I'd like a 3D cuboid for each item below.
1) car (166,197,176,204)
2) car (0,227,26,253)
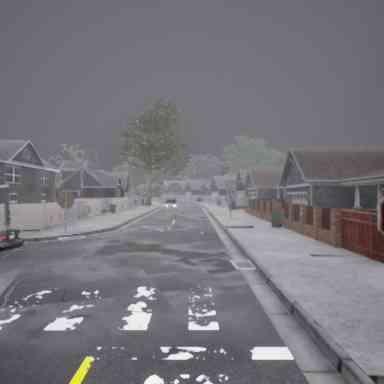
[{"bbox_3d":[-4.036,1.639,63.440,1.895,1.301,4.718,0,0,-7],"label":"car"},{"bbox_3d":[-8.814,1.644,11.591,5.357,1.411,2.033,0,-1,-2],"label":"car"}]
